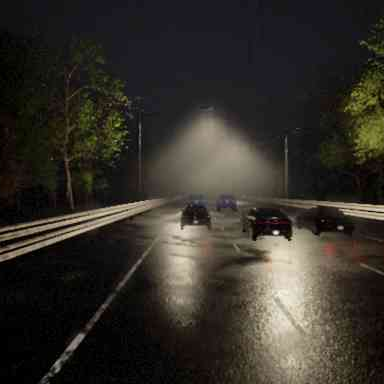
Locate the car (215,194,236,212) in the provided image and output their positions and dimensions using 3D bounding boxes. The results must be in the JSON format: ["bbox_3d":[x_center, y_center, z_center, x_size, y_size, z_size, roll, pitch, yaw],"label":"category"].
[{"bbox_3d":[4.054,1.258,40.108,2.150,2.045,5.566,0,0,1],"label":"car"}]

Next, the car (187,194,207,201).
[{"bbox_3d":[0.554,1.257,40.116,2.150,2.045,5.566,0,0,1],"label":"car"}]

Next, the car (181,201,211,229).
[{"bbox_3d":[0.252,1.547,21.471,1.812,1.442,4.674,0,0,1],"label":"car"}]

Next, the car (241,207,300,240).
[{"bbox_3d":[3.704,1.523,17.001,1.837,1.490,4.892,0,0,1],"label":"car"}]

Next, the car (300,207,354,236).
[{"bbox_3d":[7.205,1.546,18.375,1.812,1.442,4.674,0,0,0],"label":"car"}]
